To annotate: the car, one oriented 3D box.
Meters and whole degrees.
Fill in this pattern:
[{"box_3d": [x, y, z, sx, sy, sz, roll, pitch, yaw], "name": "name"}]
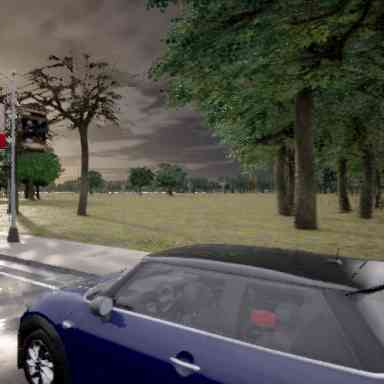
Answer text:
[{"box_3d": [0.076, 1.358, 3.631, 4.553, 1.767, 2.097, 0, 0, 36], "name": "car"}]
